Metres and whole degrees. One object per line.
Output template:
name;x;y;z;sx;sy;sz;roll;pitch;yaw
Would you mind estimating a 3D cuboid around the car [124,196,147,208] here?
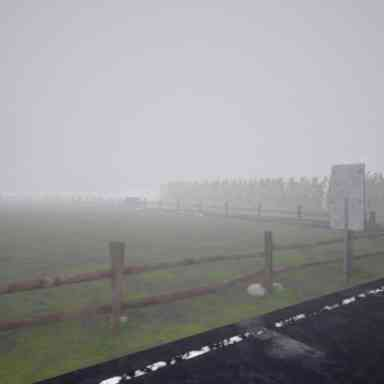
car;-8.123;1.405;47.300;1.837;1.490;4.892;1;-1;-35
